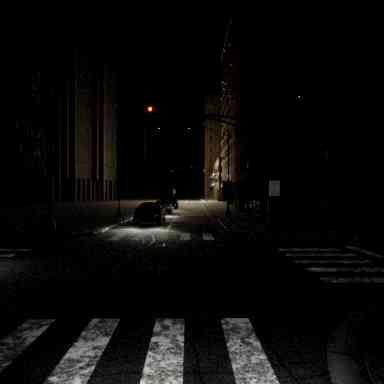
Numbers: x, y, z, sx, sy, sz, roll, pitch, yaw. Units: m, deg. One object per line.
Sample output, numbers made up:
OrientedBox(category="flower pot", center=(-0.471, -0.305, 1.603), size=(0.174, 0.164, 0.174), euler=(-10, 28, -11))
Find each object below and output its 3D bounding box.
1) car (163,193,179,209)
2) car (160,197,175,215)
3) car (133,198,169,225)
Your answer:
OrientedBox(category="car", center=(-3.001, 1.222, 45.122), size=(2.150, 2.045, 5.566), euler=(0, 0, 1))
OrientedBox(category="car", center=(-3.036, 1.527, 34.412), size=(1.812, 1.442, 4.674), euler=(0, 0, 0))
OrientedBox(category="car", center=(-3.053, 1.479, 24.448), size=(1.882, 1.535, 5.008), euler=(0, 0, 0))
